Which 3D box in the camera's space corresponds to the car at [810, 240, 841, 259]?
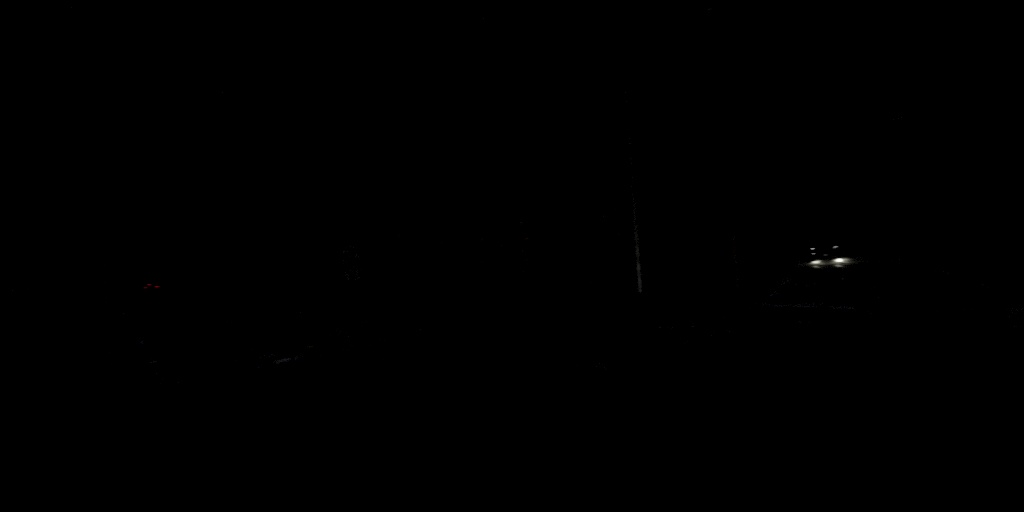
[{"bbox_3d":[30.080,-0.750,34.468,2.097,1.767,4.553,-5,-1,42],"label":"car"}]
